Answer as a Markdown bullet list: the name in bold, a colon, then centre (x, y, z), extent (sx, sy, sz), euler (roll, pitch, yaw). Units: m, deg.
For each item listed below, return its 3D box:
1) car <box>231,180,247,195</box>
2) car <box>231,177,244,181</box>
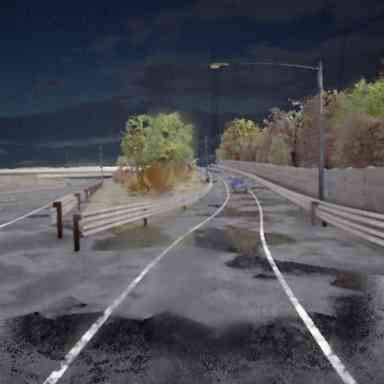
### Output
- **car**: centre (7.241, -0.512, 49.986), extent (2.128, 1.511, 4.902), euler (-1, 5, 6)
- **car**: centre (8.211, -1.690, 59.983), extent (2.150, 2.045, 5.566), euler (-1, 6, 4)
